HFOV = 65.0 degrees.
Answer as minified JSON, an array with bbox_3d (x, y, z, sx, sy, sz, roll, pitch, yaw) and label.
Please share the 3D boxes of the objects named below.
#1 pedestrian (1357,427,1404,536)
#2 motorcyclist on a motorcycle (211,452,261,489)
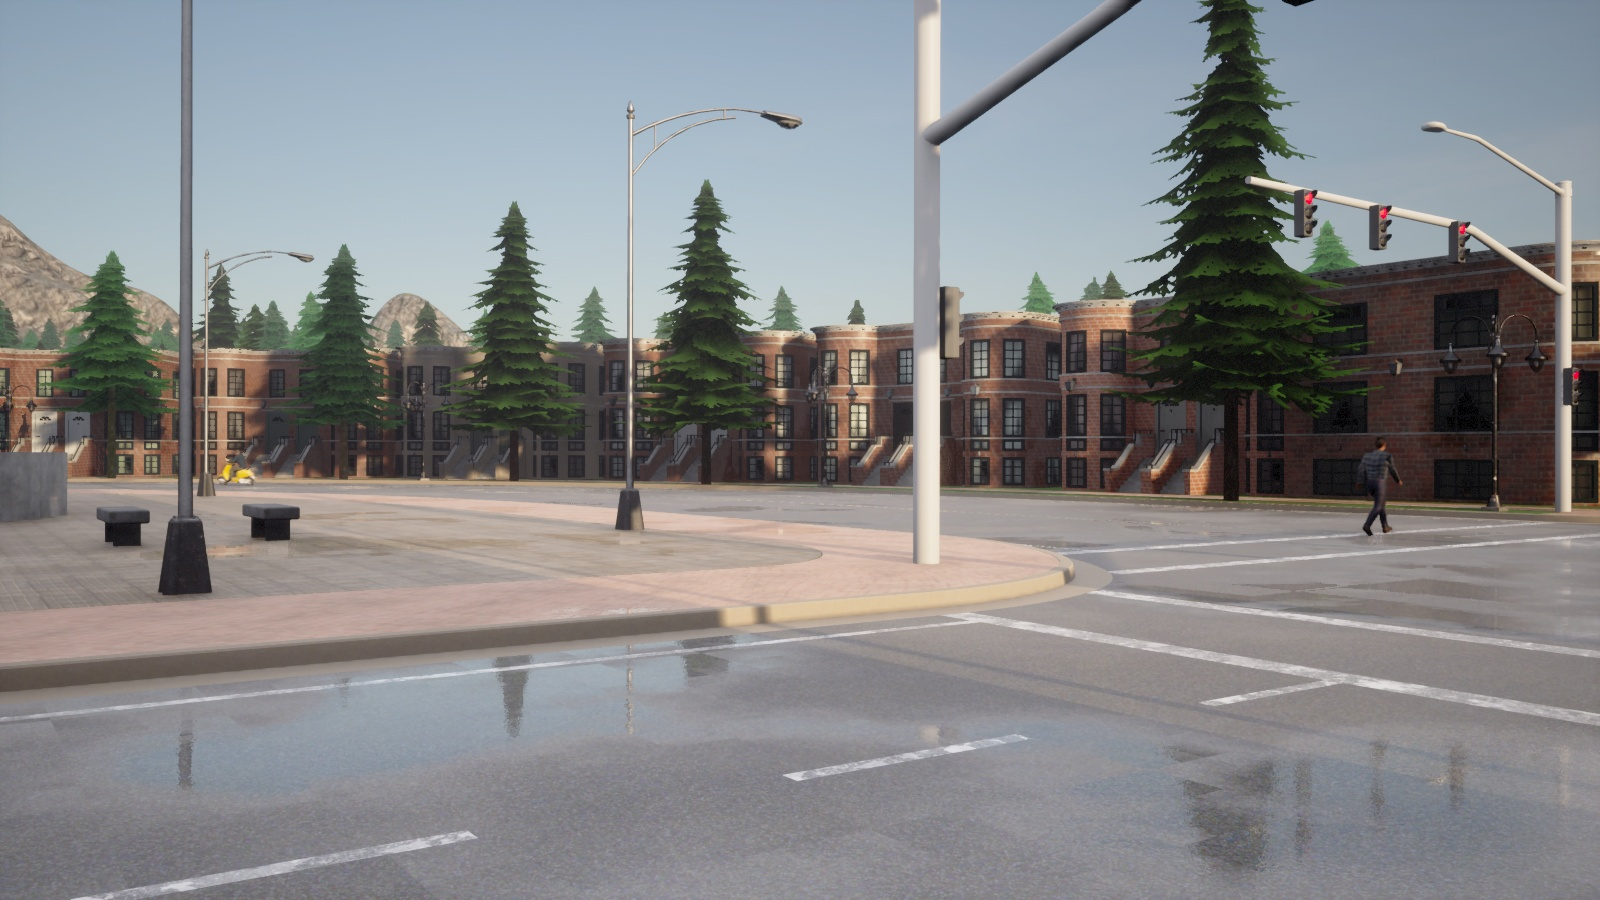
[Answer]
[{"bbox_3d":[10.568,0.567,22.873,0.788,1.949,0.423,0,0,-33],"label":"pedestrian"},{"bbox_3d":[-24.441,0.883,54.458,1.817,1.590,0.866,0,0,14],"label":"motorcyclist on a motorcycle"}]
